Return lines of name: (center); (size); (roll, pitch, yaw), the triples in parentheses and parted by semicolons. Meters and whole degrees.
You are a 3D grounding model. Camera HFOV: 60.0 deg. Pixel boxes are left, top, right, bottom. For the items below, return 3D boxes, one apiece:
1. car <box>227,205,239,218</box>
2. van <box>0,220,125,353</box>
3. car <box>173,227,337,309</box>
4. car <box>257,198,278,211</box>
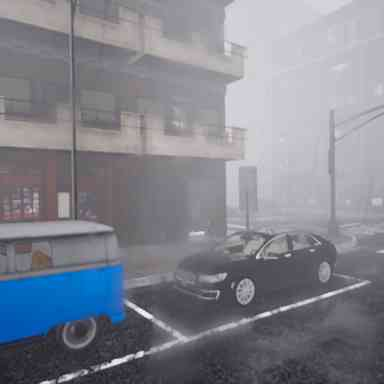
car: (2.150, 1.472, 28.915); (1.887, 1.381, 4.507); (-1, 1, -35)
van: (-2.918, 1.341, 4.495); (3.998, 1.788, 1.690); (0, -1, -36)
car: (1.622, 1.538, 7.739); (4.403, 1.369, 2.008); (0, -1, -36)
car: (7.311, 1.306, 36.580); (1.887, 1.381, 4.507); (-1, 1, -35)
